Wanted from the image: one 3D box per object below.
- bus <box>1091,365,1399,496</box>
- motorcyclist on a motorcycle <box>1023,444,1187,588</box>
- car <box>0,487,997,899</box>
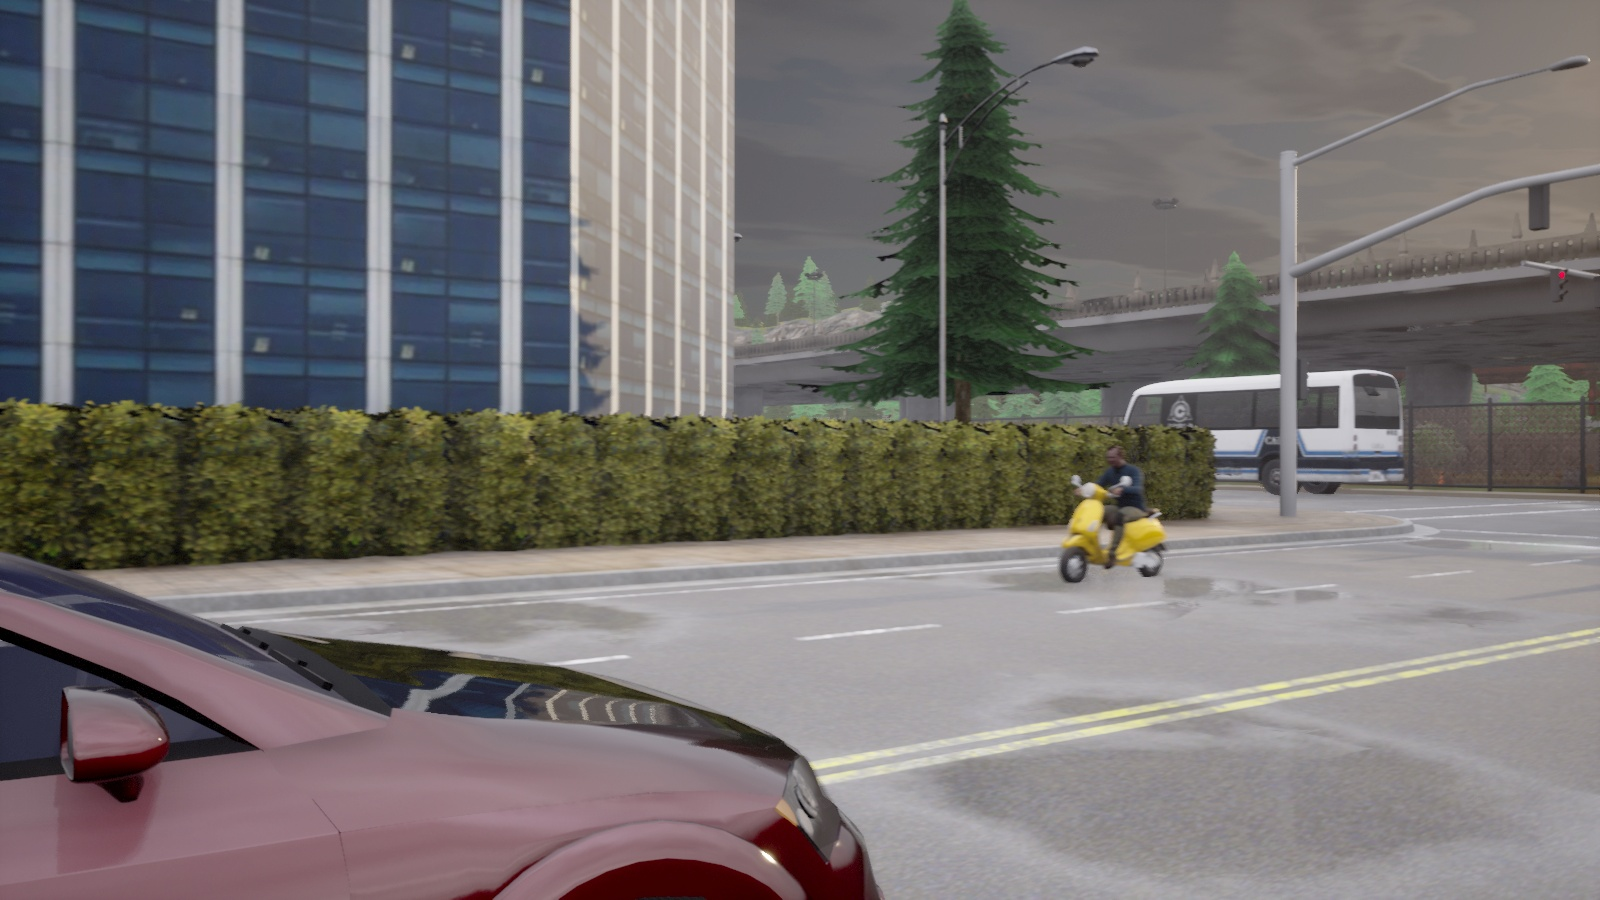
[{"bbox_3d":[15.954,-0.609,46.069,3.944,4.253,10.273,0,0,-35],"label":"bus"},{"bbox_3d":[3.573,0.726,14.675,1.817,1.590,0.866,0,0,-35],"label":"motorcyclist on a motorcycle"},{"bbox_3d":[-1.855,0.819,2.367,4.181,1.385,1.994,0,0,-35],"label":"car"}]
